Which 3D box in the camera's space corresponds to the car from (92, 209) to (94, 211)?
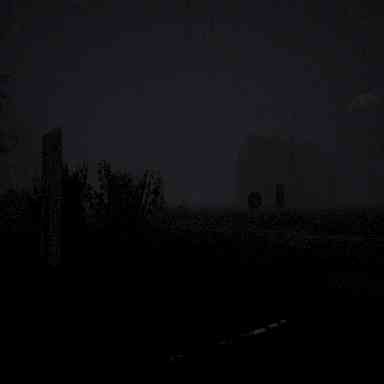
[{"bbox_3d":[-13.604,2.165,48.443,1.994,1.385,4.181,1,-1,-34],"label":"car"}]
